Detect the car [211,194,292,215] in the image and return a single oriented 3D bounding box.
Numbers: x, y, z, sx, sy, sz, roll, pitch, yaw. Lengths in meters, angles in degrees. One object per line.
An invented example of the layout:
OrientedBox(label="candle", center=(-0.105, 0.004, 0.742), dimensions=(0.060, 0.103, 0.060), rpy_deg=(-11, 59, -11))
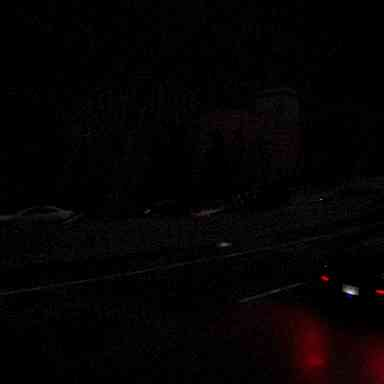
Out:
OrientedBox(label="car", center=(3.501, 1.146, 19.261), dimensions=(5.357, 1.411, 2.033), rpy_deg=(-4, 2, -34))

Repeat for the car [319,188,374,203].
OrientedBox(label="car", center=(11.627, 0.408, 24.974), dimensions=(4.718, 1.301, 1.895), rpy_deg=(-7, 4, -35))

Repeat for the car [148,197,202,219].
OrientedBox(label="car", center=(-1.622, 1.149, 24.229), dimensions=(5.008, 1.535, 1.882), rpy_deg=(-4, 2, -35))

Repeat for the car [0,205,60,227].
OrientedBox(label="car", center=(-8.985, 1.505, 19.004), dimensions=(4.674, 1.442, 1.812), rpy_deg=(-1, 1, -35))

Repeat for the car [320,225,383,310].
OrientedBox(label="car", center=(4.574, 1.413, 7.001), dimensions=(4.674, 1.442, 1.812), rpy_deg=(-2, 1, -35))

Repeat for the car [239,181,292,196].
OrientedBox(label="car", center=(6.652, 0.139, 30.047), dimensions=(5.566, 2.045, 2.150), rpy_deg=(-7, 4, -34))

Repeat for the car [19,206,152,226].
OrientedBox(label="car", center=(-4.294, 1.491, 13.756), dimensions=(4.674, 1.442, 1.812), rpy_deg=(-1, 1, -35))
